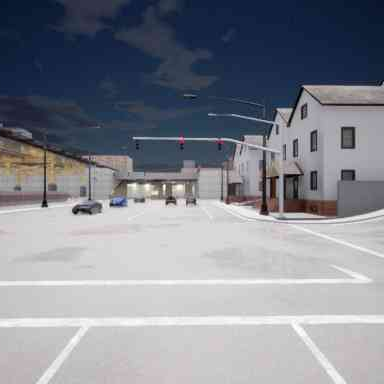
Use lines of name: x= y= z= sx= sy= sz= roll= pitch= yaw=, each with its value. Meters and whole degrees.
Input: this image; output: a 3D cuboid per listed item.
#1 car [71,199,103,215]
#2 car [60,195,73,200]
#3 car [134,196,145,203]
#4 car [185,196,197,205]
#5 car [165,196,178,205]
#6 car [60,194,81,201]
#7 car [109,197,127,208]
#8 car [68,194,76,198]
car: x=-10.684 y=1.547 z=34.369 sx=2.033 sy=1.411 sz=5.357 roll=0 pitch=0 yaw=0
car: x=-31.919 y=1.295 z=84.296 sx=1.853 sy=1.218 sz=4.536 roll=0 pitch=0 yaw=-37
car: x=-10.672 y=1.526 z=68.074 sx=1.812 sy=1.442 sz=4.674 roll=0 pitch=0 yaw=0
car: x=-0.145 y=1.489 z=58.611 sx=2.128 sy=1.511 sz=4.902 roll=0 pitch=0 yaw=0
car: x=-3.644 y=1.505 z=58.602 sx=1.837 sy=1.490 sz=4.892 roll=0 pitch=0 yaw=0
car: x=-32.691 y=1.452 z=89.619 sx=2.038 sy=1.542 sz=4.974 roll=0 pitch=0 yaw=28
car: x=-10.716 y=1.478 z=48.557 sx=1.882 sy=1.535 sz=5.008 roll=0 pitch=0 yaw=0
car: x=-31.887 y=1.452 z=84.254 sx=2.038 sy=1.542 sz=4.974 roll=0 pitch=0 yaw=-37
